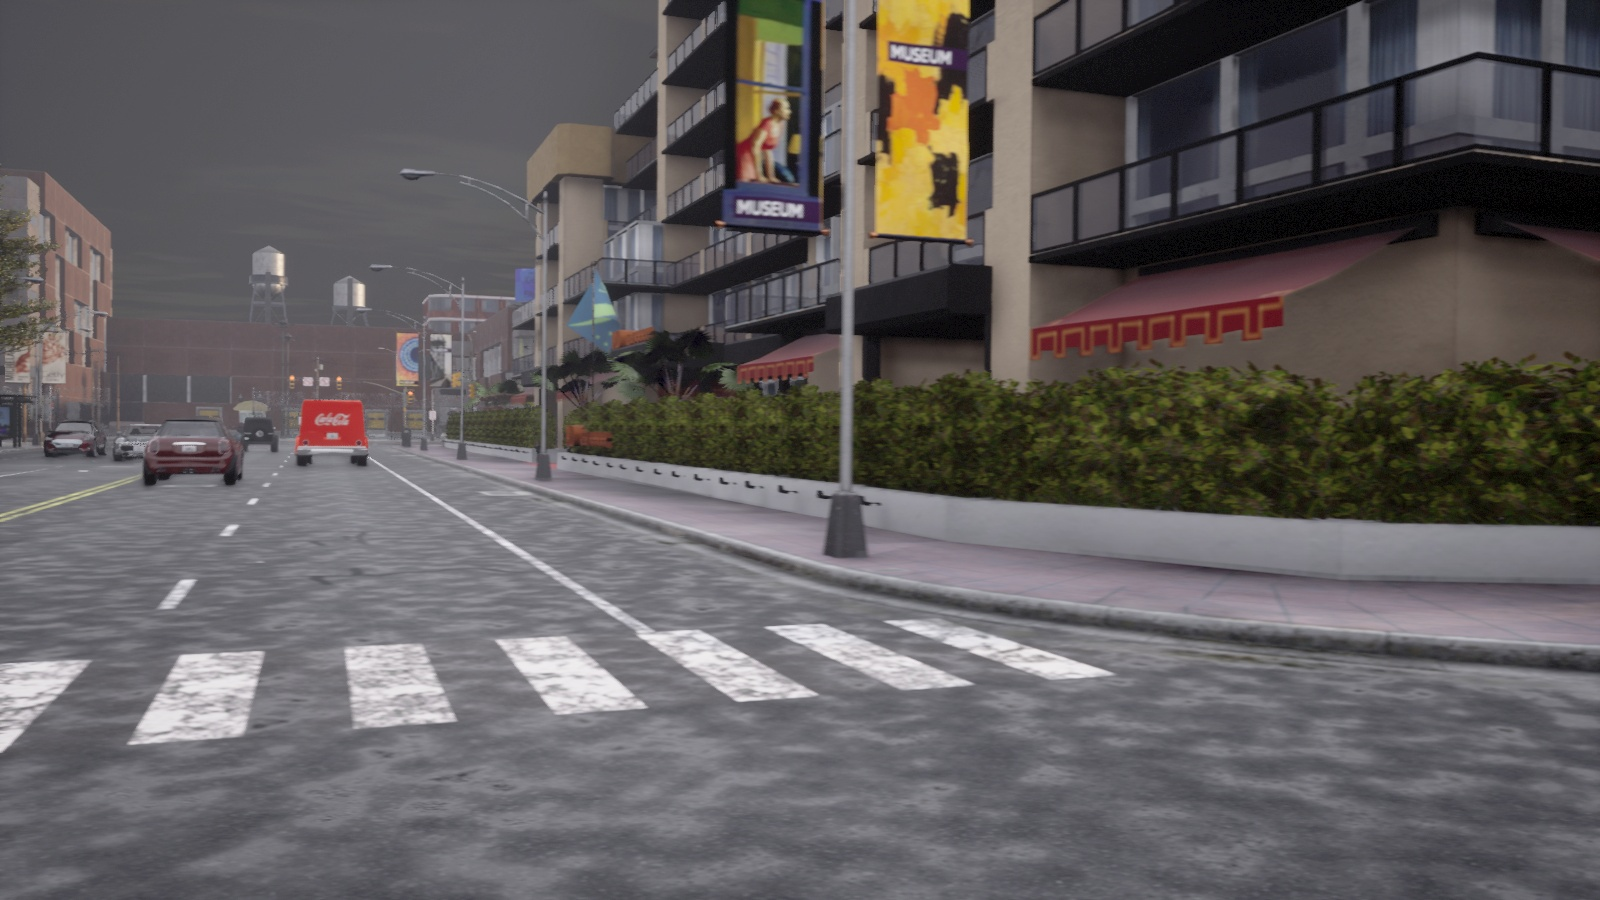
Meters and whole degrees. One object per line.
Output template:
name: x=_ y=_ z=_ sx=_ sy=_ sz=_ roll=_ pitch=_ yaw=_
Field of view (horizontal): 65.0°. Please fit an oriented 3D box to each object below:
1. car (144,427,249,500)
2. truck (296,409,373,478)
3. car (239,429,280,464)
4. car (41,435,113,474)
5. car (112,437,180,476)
car: x=-15.806 y=0.289 z=33.106 sx=2.097 sy=1.767 sz=4.553 roll=-1 pitch=1 yaw=-21
truck: x=-18.022 y=-0.284 z=48.538 sx=2.627 sy=2.467 sz=5.204 roll=-1 pitch=1 yaw=-21
car: x=-29.918 y=-0.216 z=69.630 sx=1.905 sy=1.878 sz=3.866 roll=-1 pitch=1 yaw=-21
car: x=-32.096 y=0.166 z=55.853 sx=2.033 sy=1.649 sz=4.856 roll=-1 pitch=1 yaw=-21
car: x=-26.328 y=0.224 z=50.663 sx=1.970 sy=1.475 sz=3.806 roll=-1 pitch=1 yaw=-20
